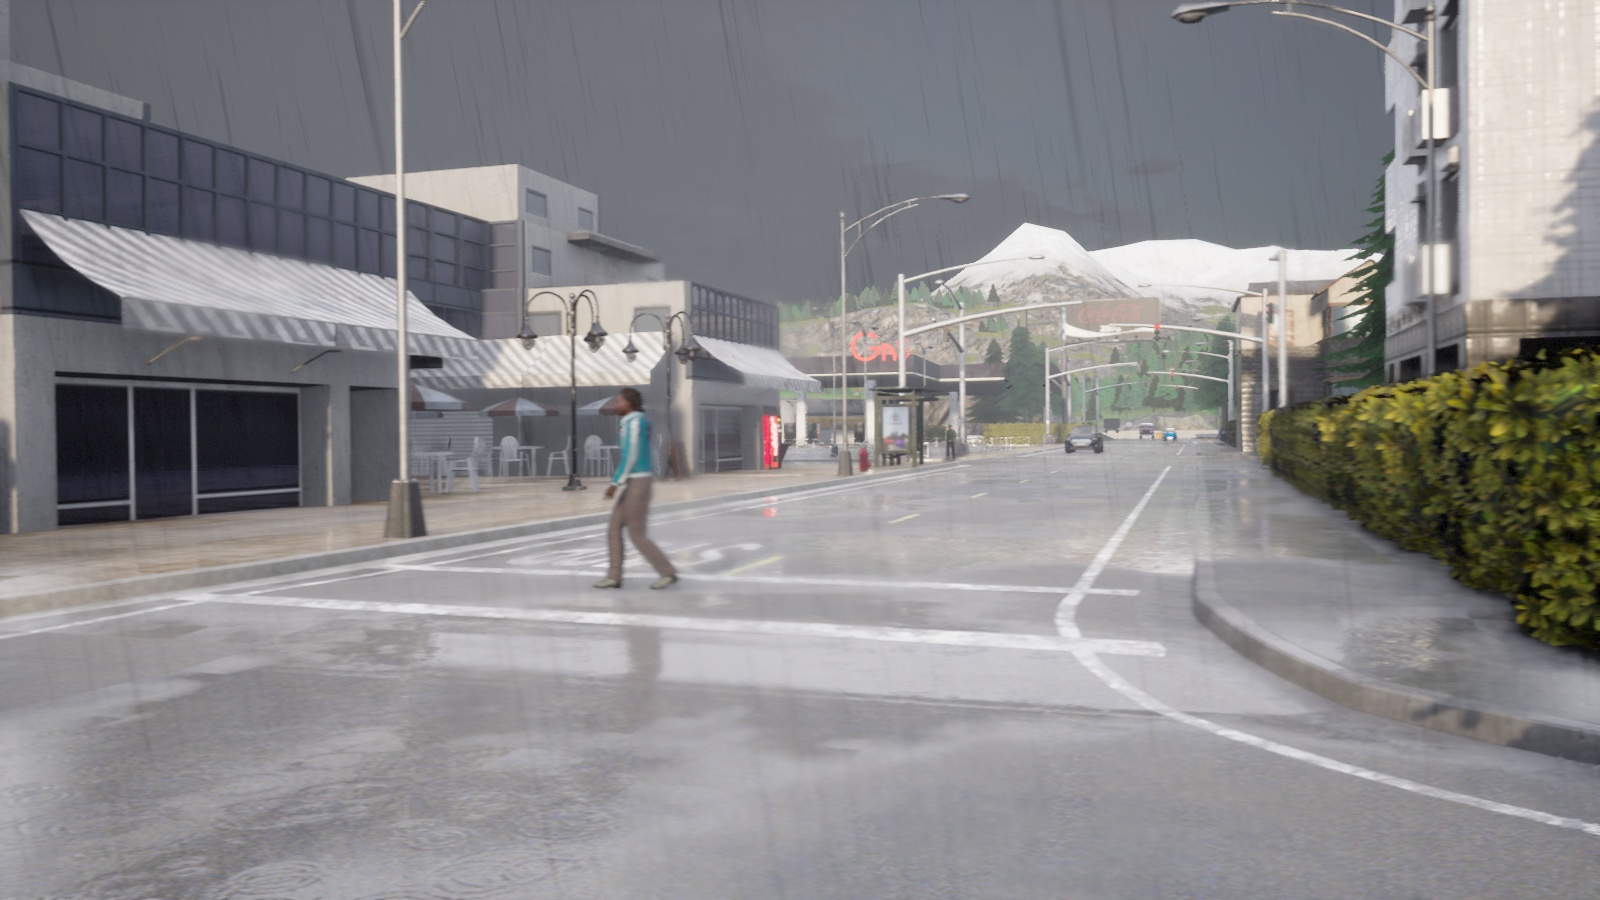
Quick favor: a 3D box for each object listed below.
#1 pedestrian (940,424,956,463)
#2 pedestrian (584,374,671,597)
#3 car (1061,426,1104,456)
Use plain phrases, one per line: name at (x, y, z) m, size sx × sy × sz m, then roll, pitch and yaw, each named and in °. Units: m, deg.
pedestrian at (7.344, -0.317, 62.193) m, size 0.423 × 1.949 × 0.788 m, roll 0°, pitch 1°, yaw 37°
pedestrian at (-1.521, 0.307, 11.119) m, size 0.692 × 1.930 × 0.396 m, roll 0°, pitch 1°, yaw 3°
car at (16.378, -0.507, 72.567) m, size 2.033 × 1.649 × 4.856 m, roll 0°, pitch 0°, yaw 18°
